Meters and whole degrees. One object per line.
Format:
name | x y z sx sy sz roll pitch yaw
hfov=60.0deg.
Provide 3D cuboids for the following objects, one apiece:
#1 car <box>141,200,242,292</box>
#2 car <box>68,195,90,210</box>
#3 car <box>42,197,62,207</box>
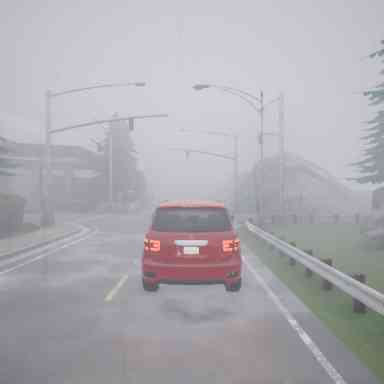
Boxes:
car | 0.018 1.221 9.095 2.150 2.045 5.566 0 0 1
car | -14.557 1.313 43.145 1.905 1.878 3.866 0 0 -1
car | -20.267 1.480 47.419 2.242 1.667 4.611 0 0 -1
